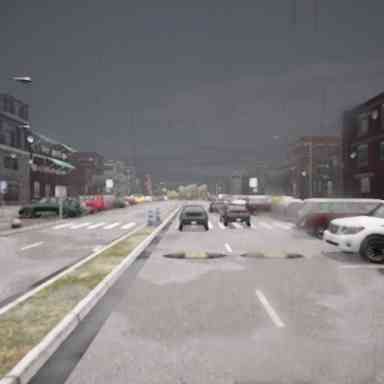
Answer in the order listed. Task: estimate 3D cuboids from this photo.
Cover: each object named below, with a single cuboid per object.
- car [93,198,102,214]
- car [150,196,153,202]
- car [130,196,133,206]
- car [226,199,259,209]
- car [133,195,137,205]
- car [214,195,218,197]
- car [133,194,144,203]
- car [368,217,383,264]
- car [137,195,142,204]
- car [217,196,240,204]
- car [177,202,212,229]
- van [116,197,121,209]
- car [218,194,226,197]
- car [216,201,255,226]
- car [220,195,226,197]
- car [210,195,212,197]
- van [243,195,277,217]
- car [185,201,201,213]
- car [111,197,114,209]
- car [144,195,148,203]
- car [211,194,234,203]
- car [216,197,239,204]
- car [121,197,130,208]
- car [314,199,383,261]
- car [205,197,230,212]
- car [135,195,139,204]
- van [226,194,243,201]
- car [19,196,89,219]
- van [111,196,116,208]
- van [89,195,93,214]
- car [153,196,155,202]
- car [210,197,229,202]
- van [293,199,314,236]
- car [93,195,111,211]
[{"bbox_3d":[-12.884,1.745,36.510,4.792,1.488,2.163,0,0,0],"label":"car"},{"bbox_3d":[-12.989,1.846,80.840,5.366,1.575,1.946,0,-1,0],"label":"car"},{"bbox_3d":[-12.672,1.772,53.183,5.366,1.575,1.946,0,0,0],"label":"car"},{"bbox_3d":[7.640,1.811,50.251,4.674,1.452,2.002,0,0,0],"label":"car"},{"bbox_3d":[-12.841,1.781,58.618,5.008,1.535,2.097,0,0,0],"label":"car"},{"bbox_3d":[7.614,1.538,64.041,5.566,2.045,2.435,0,0,0],"label":"car"},{"bbox_3d":[-12.835,1.783,67.081,5.008,1.535,2.097,0,0,0],"label":"car"},{"bbox_3d":[7.644,1.548,8.884,4.674,1.452,2.002,0,0,0],"label":"car"},{"bbox_3d":[-12.842,1.783,64.178,4.892,1.521,2.231,0,0,0],"label":"car"},{"bbox_3d":[7.674,1.668,69.554,4.553,1.767,2.185,0,0,0],"label":"car"},{"bbox_3d":[0.101,1.640,22.592,1.837,1.490,4.892,0,0,0],"label":"car"},{"bbox_3d":[-12.986,1.536,47.501,4.442,1.987,1.878,0,0,0],"label":"van"},{"bbox_3d":[7.612,1.662,61.284,4.553,1.767,2.185,0,0,0],"label":"car"},{"bbox_3d":[3.100,1.654,24.508,1.837,1.490,4.892,0,-1,0],"label":"car"},{"bbox_3d":[7.828,1.779,55.767,5.366,1.575,1.946,0,0,0],"label":"car"},{"bbox_3d":[7.615,1.582,77.822,5.566,2.045,2.435,0,0,0],"label":"car"},{"bbox_3d":[7.759,1.473,33.700,4.442,1.987,1.878,0,0,0],"label":"van"},{"bbox_3d":[0.102,1.859,41.209,1.895,1.301,4.718,0,0,0],"label":"car"},{"bbox_3d":[-12.881,1.743,42.064,4.892,1.521,2.231,0,0,0],"label":"car"},{"bbox_3d":[-13.004,1.788,72.638,5.366,1.575,1.946,0,0,0],"label":"car"},{"bbox_3d":[7.615,1.639,83.332,5.566,2.045,2.435,0,-1,0],"label":"car"},{"bbox_3d":[7.672,1.832,72.311,4.792,1.488,2.163,0,0,0],"label":"car"},{"bbox_3d":[-12.832,1.518,50.400,5.566,2.045,2.435,0,0,0],"label":"car"},{"bbox_3d":[7.613,1.273,11.645,5.566,2.045,2.435,0,0,0],"label":"car"},{"bbox_3d":[3.102,1.750,41.242,2.128,1.511,4.902,0,0,0],"label":"car"},{"bbox_3d":[-12.870,1.811,61.398,4.792,1.488,2.163,0,0,0],"label":"car"},{"bbox_3d":[7.526,1.537,47.493,4.442,1.987,1.878,0,0,0],"label":"van"},{"bbox_3d":[-12.967,1.428,30.828,5.566,2.045,2.435,0,0,0],"label":"car"},{"bbox_3d":[-12.996,1.527,44.847,4.442,1.987,1.878,0,0,0],"label":"van"},{"bbox_3d":[-12.808,1.472,33.605,4.442,1.987,1.878,0,0,0],"label":"van"},{"bbox_3d":[-12.769,1.631,83.621,5.566,2.045,2.435,0,-1,0],"label":"car"},{"bbox_3d":[7.638,2.023,91.593,5.008,1.535,2.097,0,-1,0],"label":"car"},{"bbox_3d":[7.525,1.341,17.156,4.442,1.987,1.878,0,-1,0],"label":"van"},{"bbox_3d":[-12.928,1.477,39.165,5.566,2.045,2.435,0,0,0],"label":"car"}]
